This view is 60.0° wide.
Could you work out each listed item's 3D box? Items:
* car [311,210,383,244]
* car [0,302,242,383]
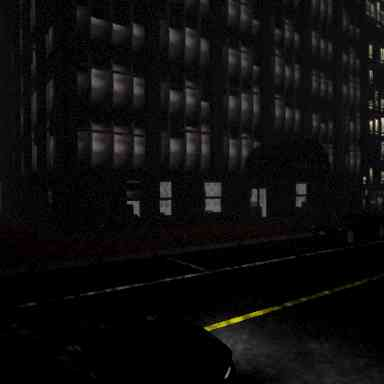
[{"bbox_3d":[7.474,1.541,15.764,4.507,1.381,1.887,0,-1,-35],"label":"car"},{"bbox_3d":[-1.704,1.525,2.218,4.674,1.442,1.812,0,0,-36],"label":"car"}]
